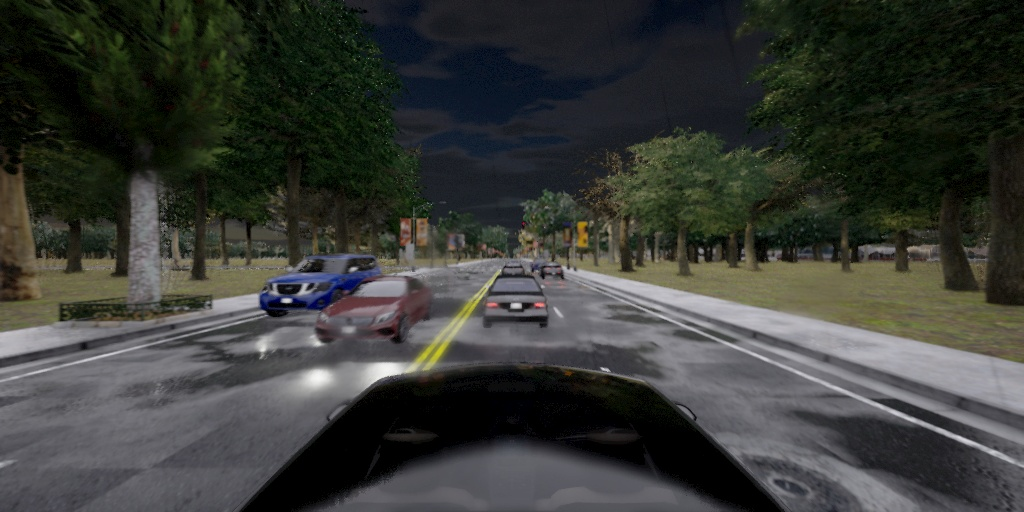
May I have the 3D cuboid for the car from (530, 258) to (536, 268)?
[{"bbox_3d":[3.323,1.029,43.417,2.097,1.767,4.553,0,0,0],"label":"car"}]

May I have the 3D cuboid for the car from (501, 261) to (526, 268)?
[{"bbox_3d":[0.108,1.189,29.697,2.128,1.511,4.902,0,0,0],"label":"car"}]

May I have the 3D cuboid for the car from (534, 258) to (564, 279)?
[{"bbox_3d":[3.358,1.188,31.196,2.128,1.511,4.902,0,0,0],"label":"car"}]

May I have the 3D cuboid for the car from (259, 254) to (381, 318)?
[{"bbox_3d":[-6.597,0.950,13.262,2.150,2.045,5.566,0,0,0],"label":"car"}]

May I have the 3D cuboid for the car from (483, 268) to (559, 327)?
[{"bbox_3d":[0.103,1.279,11.403,2.033,1.411,5.357,0,0,0],"label":"car"}]

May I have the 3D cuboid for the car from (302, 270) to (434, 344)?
[{"bbox_3d":[-3.349,1.260,9.690,1.812,1.442,4.674,0,0,0],"label":"car"}]
